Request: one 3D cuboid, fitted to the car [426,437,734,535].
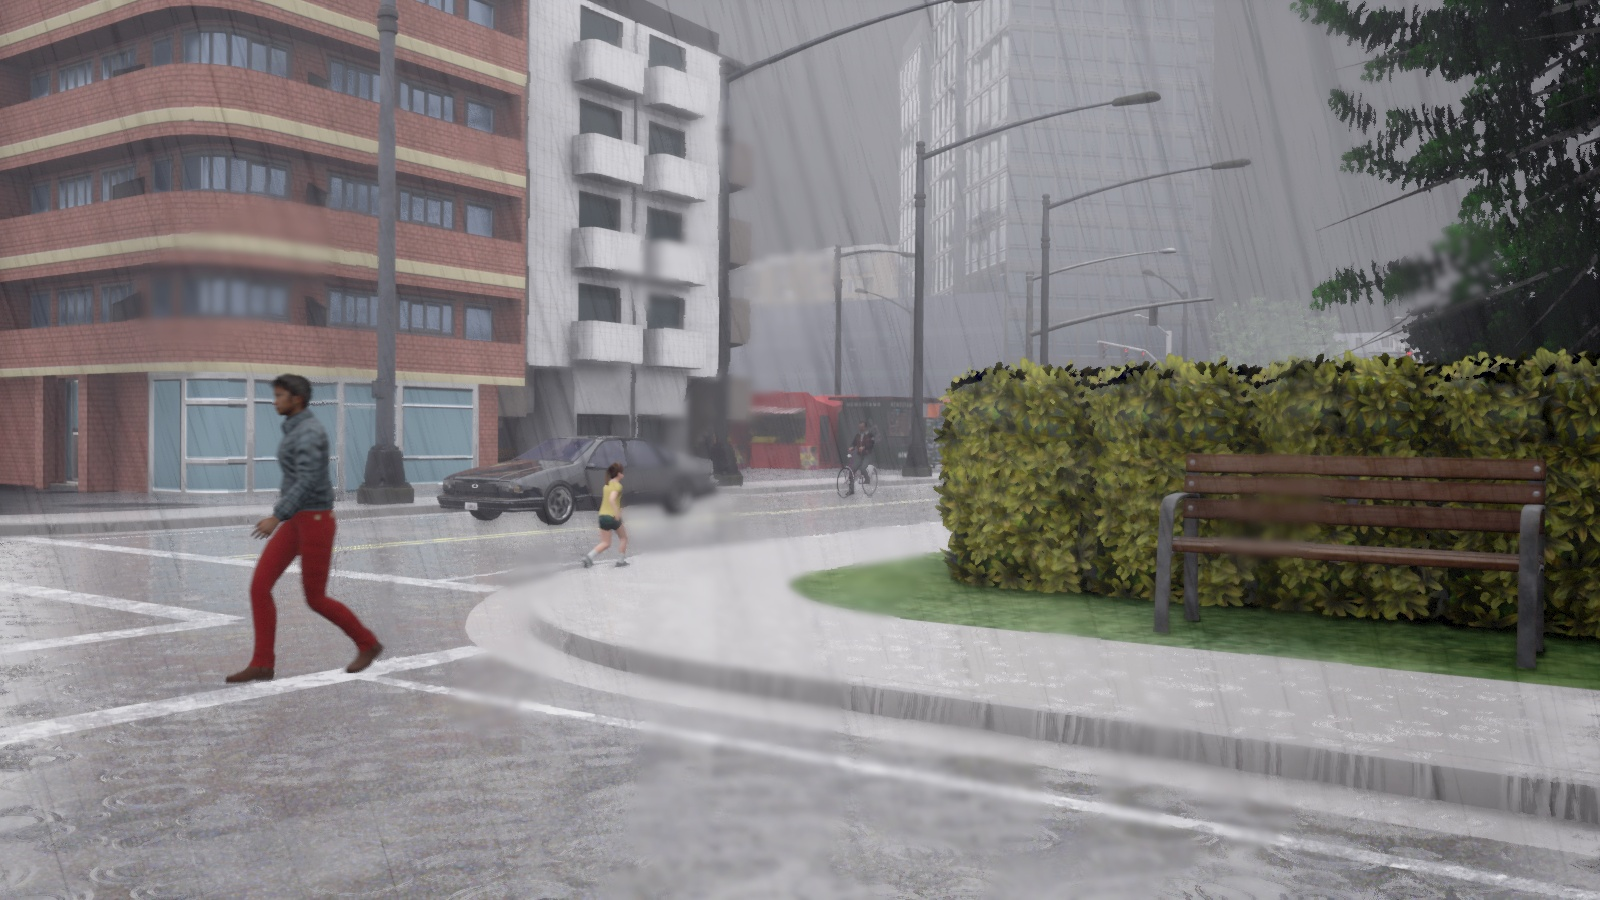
[{"bbox_3d":[-3.556,0.517,21.508,2.033,1.411,5.357,0,1,34],"label":"car"}]

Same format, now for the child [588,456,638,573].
[{"bbox_3d":[-1.814,0.616,12.191,0.255,1.110,0.394,0,1,43],"label":"child"}]

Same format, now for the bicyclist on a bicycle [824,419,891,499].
[{"bbox_3d":[1.338,0.196,28.807,0.659,1.776,1.843,0,1,34],"label":"bicyclist on a bicycle"}]

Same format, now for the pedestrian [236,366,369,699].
[{"bbox_3d":[-2.885,0.453,7.290,0.614,1.847,0.353,-1,1,-38],"label":"pedestrian"}]

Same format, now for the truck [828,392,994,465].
[{"bbox_3d":[5.604,-1.037,64.195,7.936,3.462,2.891,-1,0,33],"label":"truck"}]
